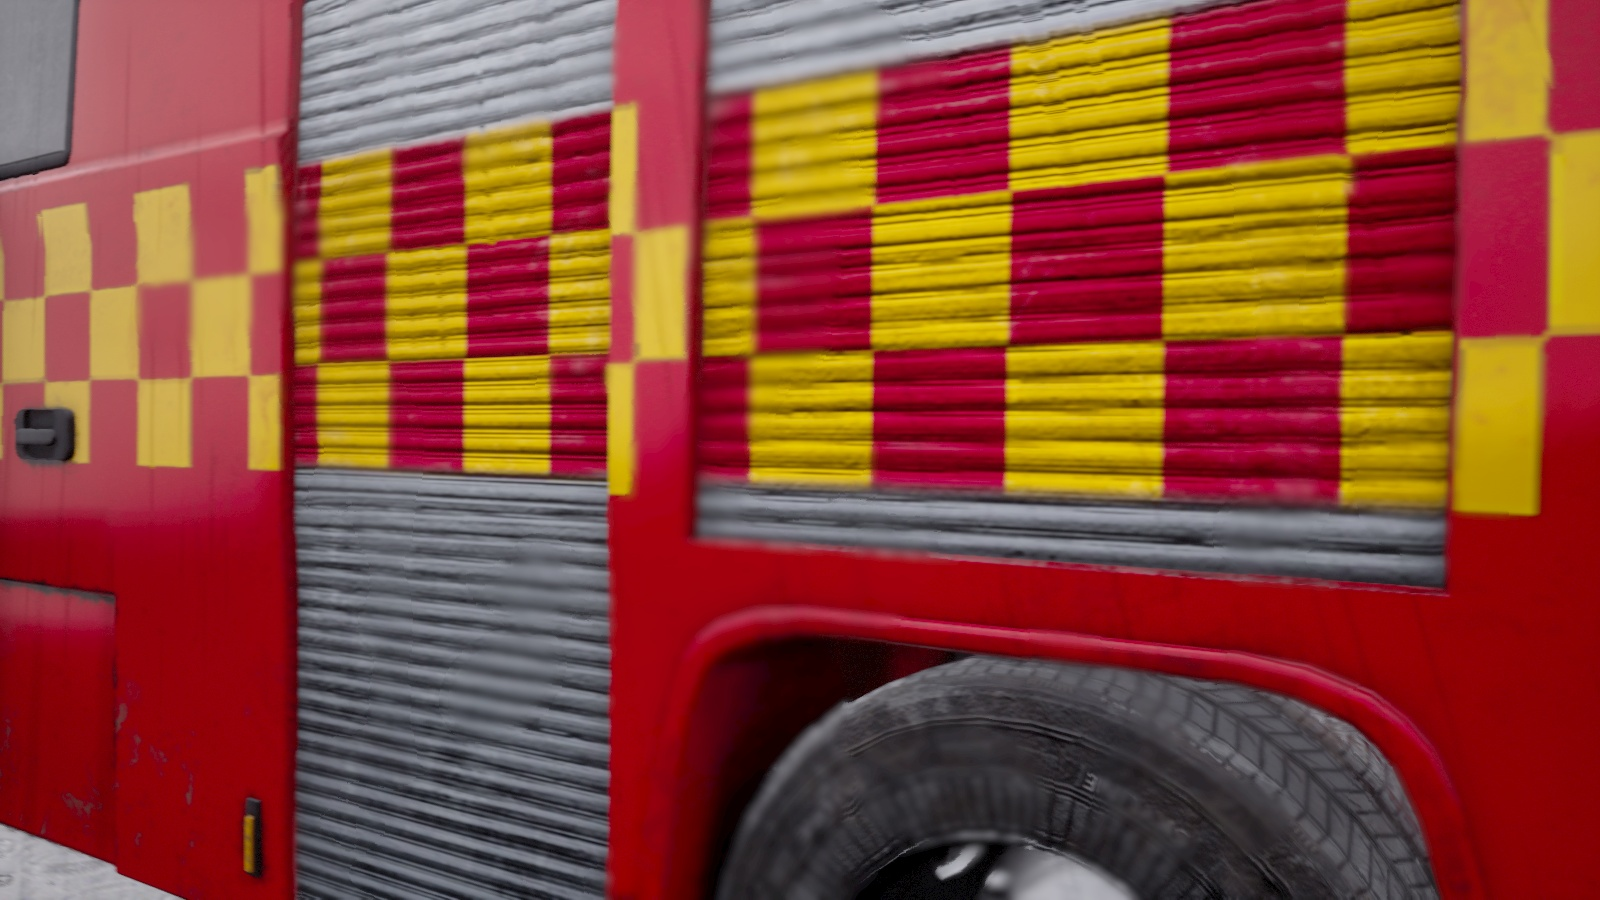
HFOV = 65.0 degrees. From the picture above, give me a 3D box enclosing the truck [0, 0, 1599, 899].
[{"bbox_3d":[-1.392,-0.463,4.526,8.468,3.827,2.891,0,1,34],"label":"truck"}]
